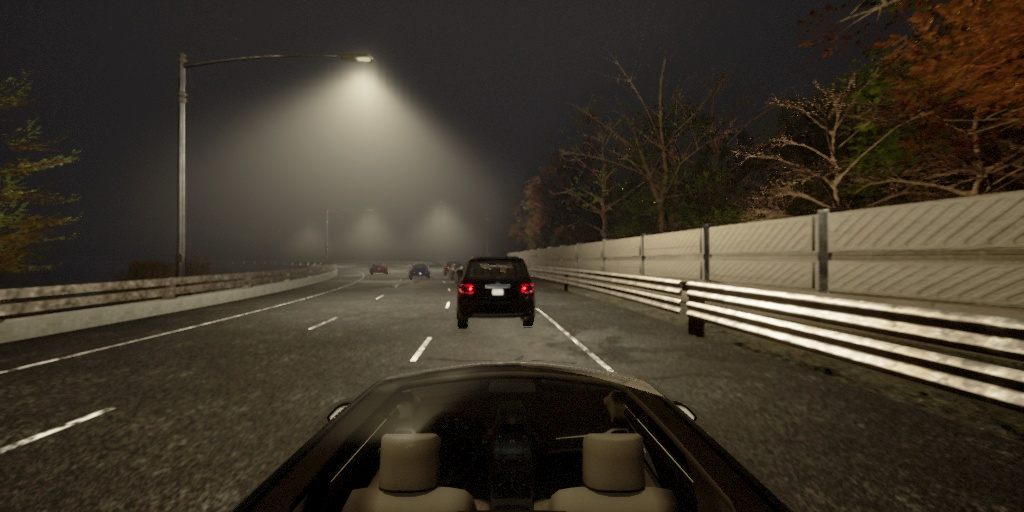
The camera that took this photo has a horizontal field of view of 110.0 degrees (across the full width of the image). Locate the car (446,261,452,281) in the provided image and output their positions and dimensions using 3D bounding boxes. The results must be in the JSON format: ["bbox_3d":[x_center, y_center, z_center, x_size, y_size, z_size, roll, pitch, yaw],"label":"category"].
[{"bbox_3d":[-4.752,1.417,32.843,1.837,1.490,4.892,0,0,-14],"label":"car"}]

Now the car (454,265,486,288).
[{"bbox_3d":[-3.160,1.402,26.256,1.812,1.442,4.674,0,0,-13],"label":"car"}]

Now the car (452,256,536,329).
[{"bbox_3d":[-0.622,1.022,11.706,2.150,2.045,5.566,0,0,-6],"label":"car"}]

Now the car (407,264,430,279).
[{"bbox_3d":[-9.141,1.451,35.114,1.812,1.442,4.674,0,0,-18],"label":"car"}]

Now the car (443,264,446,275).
[{"bbox_3d":[-7.071,1.315,42.871,2.097,1.767,4.553,0,0,-12],"label":"car"}]

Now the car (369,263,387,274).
[{"bbox_3d":[-16.849,1.546,45.081,1.994,1.385,4.181,0,0,-25],"label":"car"}]
